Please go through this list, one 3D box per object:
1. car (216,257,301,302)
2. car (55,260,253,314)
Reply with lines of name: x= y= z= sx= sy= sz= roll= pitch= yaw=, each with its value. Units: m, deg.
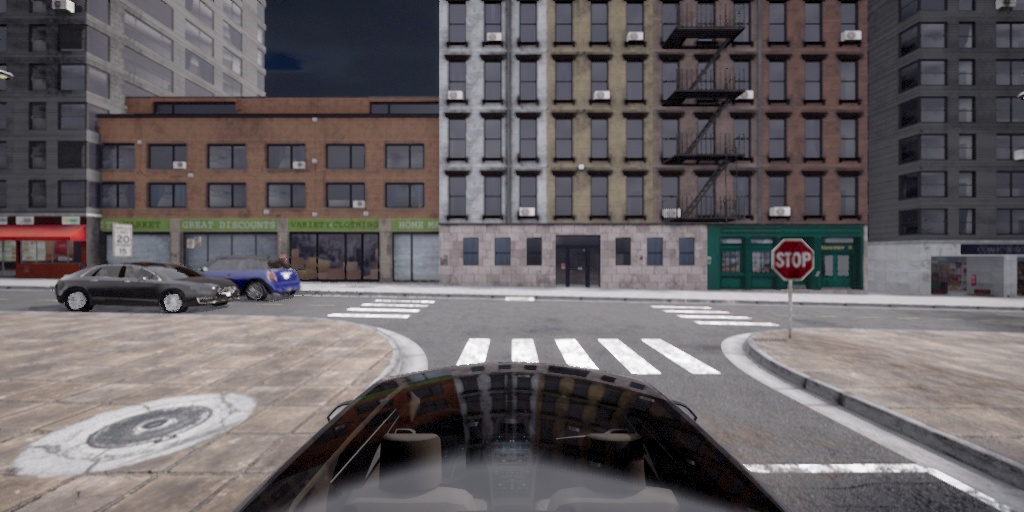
car: x=-11.295 y=0.819 z=14.611 sx=4.553 sy=1.767 sz=2.097 roll=1 pitch=0 yaw=1
car: x=-11.600 y=0.967 z=11.603 sx=4.892 sy=1.490 sz=1.837 roll=1 pitch=0 yaw=0
